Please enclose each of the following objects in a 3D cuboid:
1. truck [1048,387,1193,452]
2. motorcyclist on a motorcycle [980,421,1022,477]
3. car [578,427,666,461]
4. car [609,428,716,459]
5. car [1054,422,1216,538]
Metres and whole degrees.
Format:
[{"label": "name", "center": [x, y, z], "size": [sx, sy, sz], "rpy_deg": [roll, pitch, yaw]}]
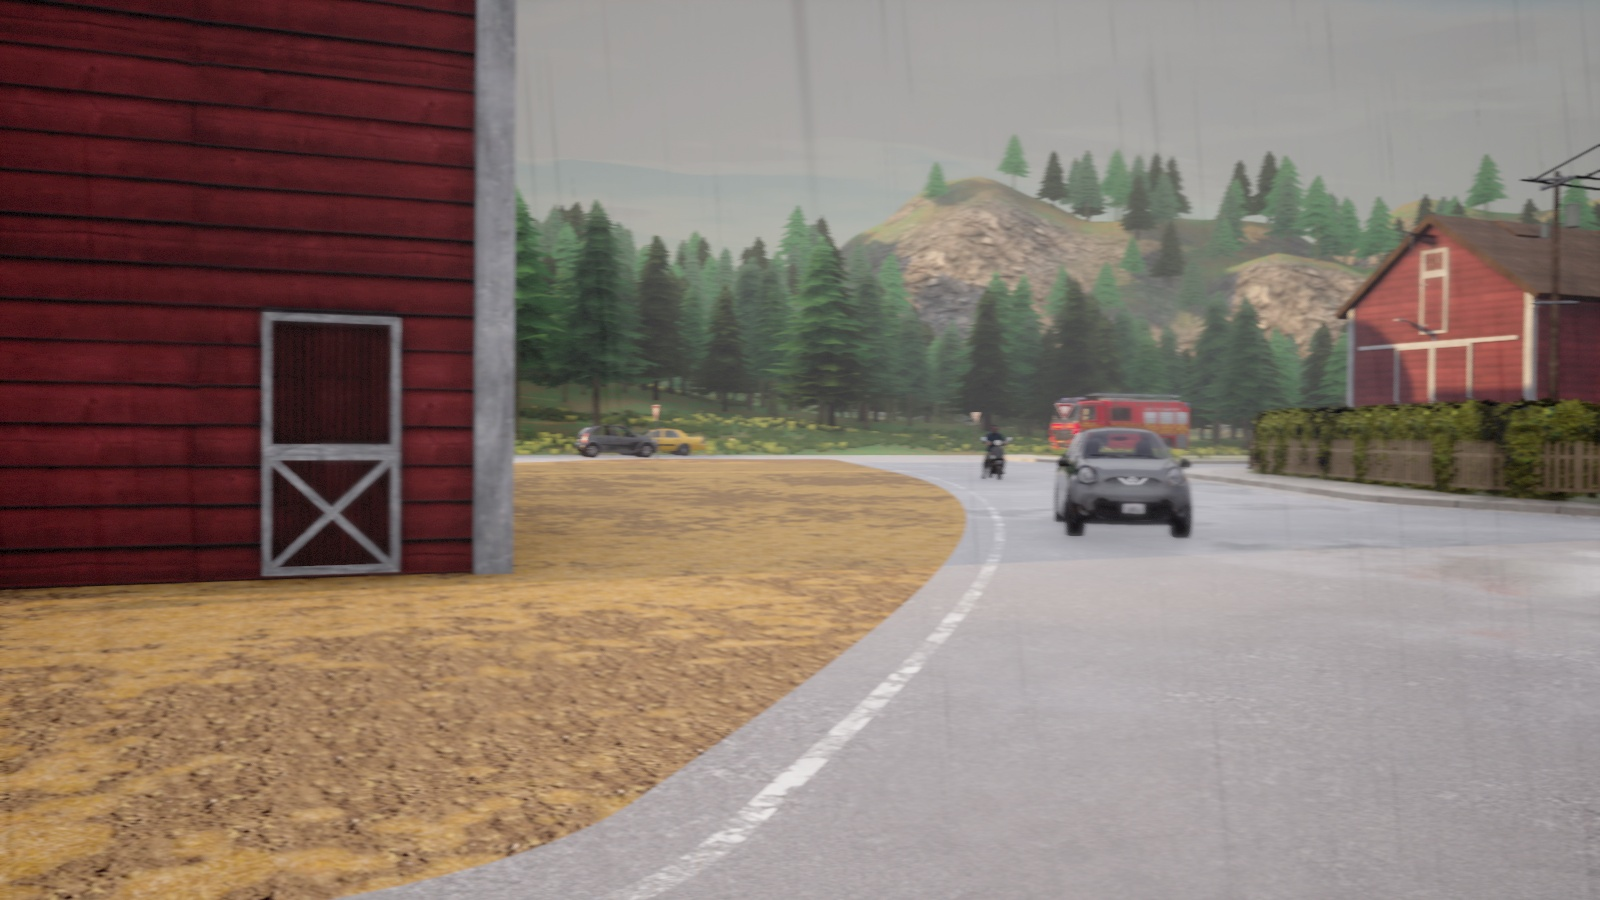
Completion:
[{"label": "truck", "center": [19.696, -1.876, 77.097], "size": [8.468, 3.827, 2.891], "rpy_deg": [-1, 1, -22]}, {"label": "motorcyclist on a motorcycle", "center": [5.818, -0.041, 36.469], "size": [0.866, 1.590, 1.817], "rpy_deg": [-1, 1, -2]}, {"label": "car", "center": [-8.801, -0.318, 62.097], "size": [3.988, 1.617, 1.851], "rpy_deg": [-1, 1, -22]}, {"label": "car", "center": [-7.268, -0.357, 66.532], "size": [5.366, 1.575, 1.801], "rpy_deg": [-1, 1, -21]}, {"label": "car", "center": [4.731, 0.361, 18.196], "size": [1.845, 1.501, 3.633], "rpy_deg": [0, 1, 8]}]
